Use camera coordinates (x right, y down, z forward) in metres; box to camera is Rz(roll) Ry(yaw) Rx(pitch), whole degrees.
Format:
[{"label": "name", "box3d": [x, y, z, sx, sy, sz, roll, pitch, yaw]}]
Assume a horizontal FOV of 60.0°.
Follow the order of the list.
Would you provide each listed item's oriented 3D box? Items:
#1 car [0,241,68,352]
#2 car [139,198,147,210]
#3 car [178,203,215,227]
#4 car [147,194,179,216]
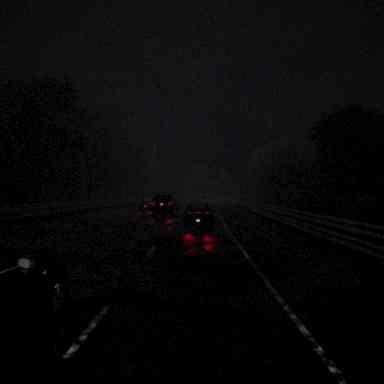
[{"label": "car", "box3d": [-3.431, 1.348, 4.522, 2.097, 1.767, 4.553, 0, 0, 1]}, {"label": "car", "box3d": [-5.521, 1.544, 42.604, 1.812, 1.442, 4.674, 0, 0, 4]}, {"label": "car", "box3d": [0.483, 1.500, 22.620, 2.128, 1.511, 4.902, 0, 0, 2]}, {"label": "car", "box3d": [-2.592, 1.234, 32.664, 2.150, 2.045, 5.566, 0, 0, 3]}]
